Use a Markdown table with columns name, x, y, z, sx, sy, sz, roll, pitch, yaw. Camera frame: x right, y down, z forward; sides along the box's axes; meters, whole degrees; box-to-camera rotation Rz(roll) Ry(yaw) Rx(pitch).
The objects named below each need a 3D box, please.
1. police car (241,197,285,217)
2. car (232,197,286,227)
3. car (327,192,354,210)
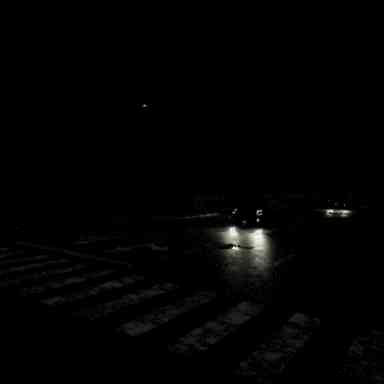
| name | x | y | z | sx | sy | sz | roll | pitch | yaw |
| --- | --- | --- | --- | --- | --- | --- | --- | --- | --- |
| police car | 6.398 | 1.274 | 29.656 | 2.038 | 1.542 | 4.974 | 1 | 1 | 35 |
| car | 4.346 | 1.180 | 21.264 | 2.097 | 1.767 | 4.553 | 1 | 1 | 35 |
| car | 18.429 | 1.052 | 41.134 | 2.150 | 2.045 | 5.566 | 1 | 0 | 36 |
